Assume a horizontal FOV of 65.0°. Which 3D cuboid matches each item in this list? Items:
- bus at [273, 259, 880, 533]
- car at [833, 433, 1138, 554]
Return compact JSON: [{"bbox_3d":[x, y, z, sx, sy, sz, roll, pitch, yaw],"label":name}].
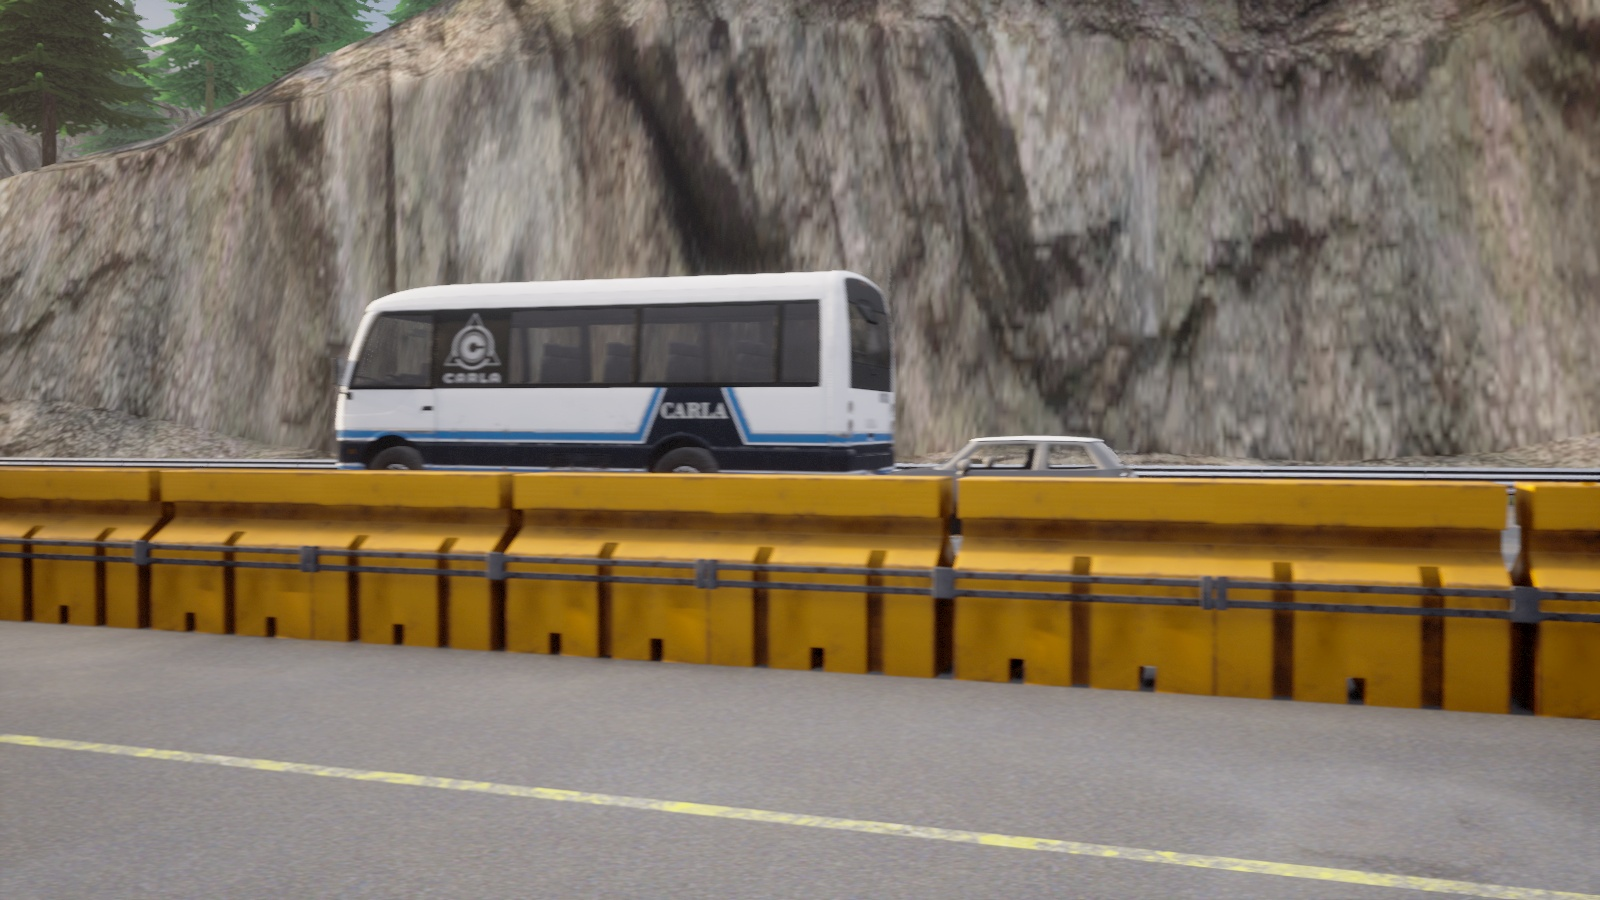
[{"bbox_3d":[-4.052,-0.953,23.005,10.273,4.253,3.944,1,1,19],"label":"bus"},{"bbox_3d":[2.560,0.521,17.100,3.806,1.475,1.970,1,1,19],"label":"car"}]
